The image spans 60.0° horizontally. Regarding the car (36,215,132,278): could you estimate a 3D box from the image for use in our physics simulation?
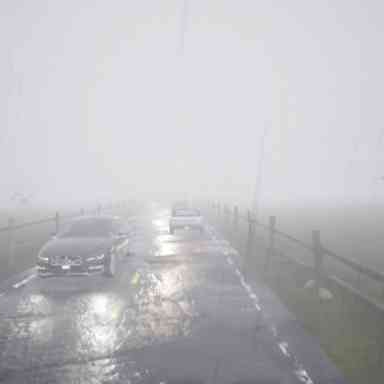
[{"bbox_3d":[-3.008,1.507,10.202,1.837,1.490,4.892,0,0,-1],"label":"car"}]

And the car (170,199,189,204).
[{"bbox_3d":[-1.367,1.520,36.726,1.837,1.490,4.892,0,0,-4],"label":"car"}]

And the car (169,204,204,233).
[{"bbox_3d":[-0.361,1.602,19.707,1.895,1.301,4.718,0,0,-2],"label":"car"}]
